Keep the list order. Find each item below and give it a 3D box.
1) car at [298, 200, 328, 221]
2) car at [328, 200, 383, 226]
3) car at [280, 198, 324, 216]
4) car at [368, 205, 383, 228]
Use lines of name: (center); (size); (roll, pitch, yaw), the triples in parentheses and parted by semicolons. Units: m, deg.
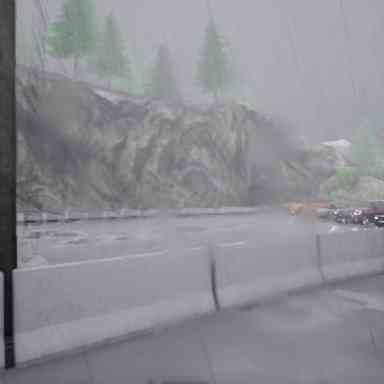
car: (11.112, 1.570, 26.506); (4.718, 1.301, 1.895); (0, 0, -26)
car: (12.034, 1.330, 23.017); (4.553, 1.767, 2.097); (0, 0, -26)
car: (10.191, 1.312, 29.905); (4.553, 1.767, 2.097); (0, 0, -26)
car: (12.922, 1.588, 19.601); (4.718, 1.301, 1.895); (0, 0, -27)
